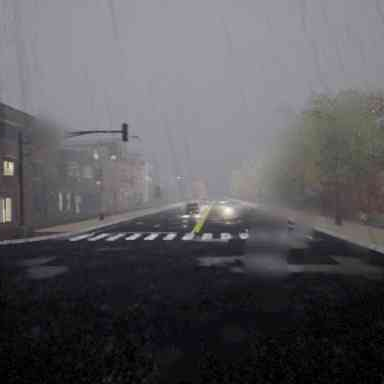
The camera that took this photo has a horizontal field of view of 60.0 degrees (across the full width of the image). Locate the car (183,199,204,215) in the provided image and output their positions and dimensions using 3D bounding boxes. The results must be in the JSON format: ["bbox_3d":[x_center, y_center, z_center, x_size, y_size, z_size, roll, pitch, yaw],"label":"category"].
[{"bbox_3d":[0.036,2.033,40.084,1.837,1.490,4.892,-1,1,4],"label":"car"}]

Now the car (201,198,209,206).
[{"bbox_3d":[2.695,2.144,74.712,2.097,1.767,4.553,-1,-1,4],"label":"car"}]
